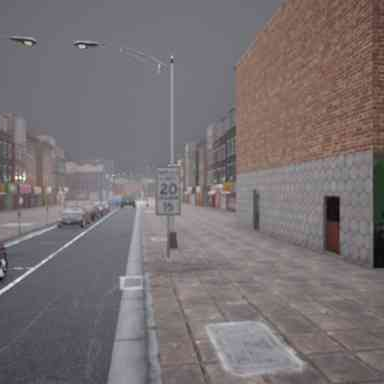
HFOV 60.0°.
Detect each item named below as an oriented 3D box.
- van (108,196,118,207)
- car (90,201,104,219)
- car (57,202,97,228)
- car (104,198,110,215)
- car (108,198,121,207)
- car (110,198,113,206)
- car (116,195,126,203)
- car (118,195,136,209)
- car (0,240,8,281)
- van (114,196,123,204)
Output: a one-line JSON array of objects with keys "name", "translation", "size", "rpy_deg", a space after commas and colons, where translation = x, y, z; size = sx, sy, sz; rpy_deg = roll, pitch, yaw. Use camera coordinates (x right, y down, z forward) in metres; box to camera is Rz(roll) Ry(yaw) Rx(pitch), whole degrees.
[{"name": "van", "translation": [-13.228, 1.624, 55.269], "size": [1.690, 1.788, 3.998], "rpy_deg": [0, 0, -9]}, {"name": "car", "translation": [-8.963, 1.693, 28.435], "size": [1.887, 1.381, 4.507], "rpy_deg": [0, 0, -9]}, {"name": "car", "translation": [-8.110, 1.674, 23.069], "size": [2.008, 1.369, 4.403], "rpy_deg": [0, 0, -9]}, {"name": "car", "translation": [-9.816, 1.614, 33.802], "size": [1.967, 1.590, 4.097], "rpy_deg": [0, 0, -9]}, {"name": "car", "translation": [-14.078, 1.878, 60.635], "size": [1.947, 1.339, 4.313], "rpy_deg": [0, 0, -9]}, {"name": "car", "translation": [-10.642, 1.725, 39.001], "size": [1.752, 1.417, 4.829], "rpy_deg": [0, 0, -9]}, {"name": "car", "translation": [-17.491, 1.748, 82.102], "size": [2.192, 1.841, 5.009], "rpy_deg": [-1, 0, -9]}, {"name": "car", "translation": [-9.775, 1.474, 51.007], "size": [2.150, 2.045, 5.566], "rpy_deg": [0, 0, -9]}, {"name": "car", "translation": [-5.554, 1.489, 6.970], "size": [1.967, 1.590, 4.097], "rpy_deg": [0, 0, -9]}, {"name": "van", "translation": [-15.785, 1.712, 71.369], "size": [1.690, 1.788, 3.998], "rpy_deg": [0, 0, -9]}]
